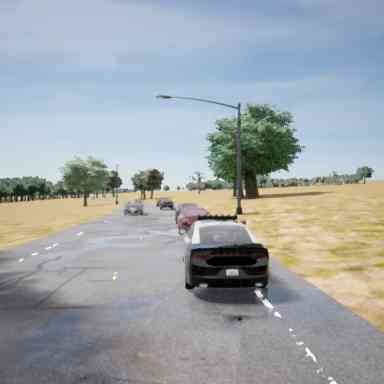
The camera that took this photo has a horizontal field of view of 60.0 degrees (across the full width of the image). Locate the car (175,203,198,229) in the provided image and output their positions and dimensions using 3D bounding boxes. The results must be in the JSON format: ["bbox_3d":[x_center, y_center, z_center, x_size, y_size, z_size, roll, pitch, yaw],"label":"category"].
[{"bbox_3d":[0.098,1.578,19.308,1.812,1.442,4.674,0,0,-4],"label":"car"}]

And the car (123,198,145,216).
[{"bbox_3d":[-5.853,1.592,33.851,2.128,1.511,4.902,0,0,-6],"label":"car"}]

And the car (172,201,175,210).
[{"bbox_3d":[-0.363,1.577,25.325,1.837,1.490,4.892,0,0,-5],"label":"car"}]

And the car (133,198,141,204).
[{"bbox_3d":[-14.804,2.460,90.024,1.882,1.535,5.008,0,-1,-12],"label":"car"}]

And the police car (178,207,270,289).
[{"bbox_3d":[0.695,1.447,9.378,1.930,1.638,5.238,0,0,-3],"label":"police car"}]

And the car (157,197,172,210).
[{"bbox_3d":[-3.536,1.704,46.160,1.837,1.490,4.892,0,-1,-7],"label":"car"}]
